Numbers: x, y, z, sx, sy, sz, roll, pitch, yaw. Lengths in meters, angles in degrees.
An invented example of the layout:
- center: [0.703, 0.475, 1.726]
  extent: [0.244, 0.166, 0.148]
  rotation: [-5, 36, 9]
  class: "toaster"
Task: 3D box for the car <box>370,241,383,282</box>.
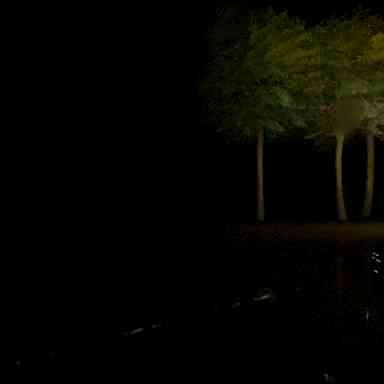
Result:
- center: [6.590, 1.492, 8.678]
  extent: [5.008, 1.535, 1.882]
  rotation: [0, 0, -35]
  class: "car"
